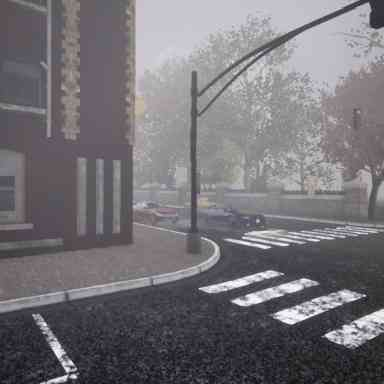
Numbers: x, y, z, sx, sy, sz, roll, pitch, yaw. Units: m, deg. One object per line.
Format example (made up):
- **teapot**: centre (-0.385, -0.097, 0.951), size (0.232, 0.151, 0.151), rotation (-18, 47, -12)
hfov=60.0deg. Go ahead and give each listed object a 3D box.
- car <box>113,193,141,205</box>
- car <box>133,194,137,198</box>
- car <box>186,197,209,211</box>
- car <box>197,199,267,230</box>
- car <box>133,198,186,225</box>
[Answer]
- **car**: centre (-8.651, 0.864, 43.897), size (2.008, 1.369, 4.403), rotation (1, 0, -36)
- **car**: centre (-7.242, 0.981, 32.045), size (1.837, 1.490, 4.892), rotation (0, 1, -36)
- **car**: centre (0.979, 1.129, 30.571), size (1.752, 1.417, 4.829), rotation (1, 0, -36)
- **car**: centre (2.232, 1.325, 19.115), size (1.994, 1.385, 4.181), rotation (0, 1, -39)
- **car**: centre (-2.474, 1.257, 21.042), size (1.802, 1.307, 4.206), rotation (2, 0, -36)
